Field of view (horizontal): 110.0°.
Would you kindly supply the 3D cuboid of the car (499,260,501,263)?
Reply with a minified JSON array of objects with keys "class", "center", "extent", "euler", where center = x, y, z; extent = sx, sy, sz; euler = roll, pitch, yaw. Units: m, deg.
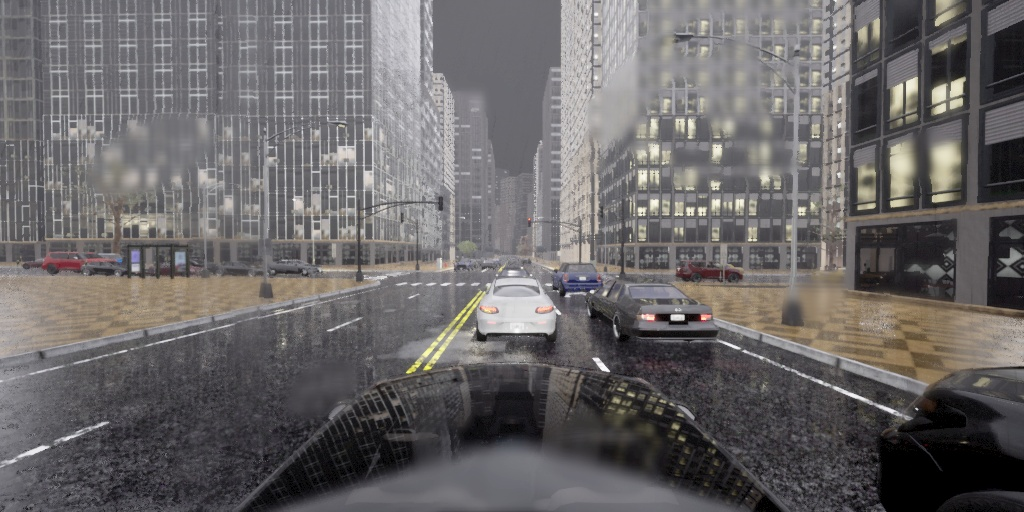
[{"class":"car","center":[-3.283,1.304,60.987],"extent":[1.895,1.301,4.718],"euler":[0,0,0]}]

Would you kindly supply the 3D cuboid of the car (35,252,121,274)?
[{"class":"car","center":[-40.016,0.628,33.346],"extent":[5.566,2.045,2.150],"euler":[1,1,1]}]

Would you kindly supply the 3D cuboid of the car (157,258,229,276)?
[{"class":"car","center":[-29.416,0.981,33.119],"extent":[5.008,1.535,1.882],"euler":[1,1,1]}]

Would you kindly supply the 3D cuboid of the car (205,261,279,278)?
[{"class":"car","center":[-22.710,1.174,30.269],"extent":[4.313,1.339,1.948],"euler":[0,0,1]}]

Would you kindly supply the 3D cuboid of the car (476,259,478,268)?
[{"class":"car","center":[-6.544,1.211,58.341],"extent":[1.837,1.490,4.892],"euler":[0,0,0]}]

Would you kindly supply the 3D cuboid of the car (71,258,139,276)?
[{"class":"car","center":[-34.075,1.069,30.584],"extent":[4.313,1.339,1.948],"euler":[0,0,1]}]

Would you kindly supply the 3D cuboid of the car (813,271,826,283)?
[{"class":"car","center":[27.662,1.579,29.508],"extent":[4.829,1.417,1.751],"euler":[0,0,1]}]

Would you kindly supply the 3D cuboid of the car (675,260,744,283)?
[{"class":"car","center":[16.214,1.269,29.713],"extent":[5.009,1.841,2.192],"euler":[0,0,1]}]

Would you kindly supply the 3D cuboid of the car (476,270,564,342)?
[{"class":"car","center":[0.105,1.272,9.644],"extent":[1.812,1.442,4.674],"euler":[0,0,0]}]

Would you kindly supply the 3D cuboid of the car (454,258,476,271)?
[{"class":"car","center":[-6.588,1.068,49.244],"extent":[2.097,1.767,4.553],"euler":[0,0,1]}]

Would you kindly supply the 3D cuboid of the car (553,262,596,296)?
[{"class":"car","center":[3.363,1.093,19.168],"extent":[2.097,1.767,4.553],"euler":[0,0,0]}]

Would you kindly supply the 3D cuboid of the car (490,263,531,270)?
[{"class":"car","center":[0.112,1.288,18.888],"extent":[2.033,1.411,5.357],"euler":[0,0,0]}]

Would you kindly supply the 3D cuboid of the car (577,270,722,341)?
[{"class":"car","center":[3.358,1.293,9.782],"extent":[2.033,1.411,5.357],"euler":[0,0,0]}]

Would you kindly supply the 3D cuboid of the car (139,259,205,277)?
[{"class":"car","center":[-28.394,1.138,30.407],"extent":[4.207,1.307,1.802],"euler":[0,0,1]}]

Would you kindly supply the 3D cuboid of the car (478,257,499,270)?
[{"class":"car","center":[-3.305,1.262,51.226],"extent":[2.033,1.411,5.357],"euler":[0,0,0]}]

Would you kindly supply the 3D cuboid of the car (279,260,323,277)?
[{"class":"car","center":[-20.005,1.080,32.920],"extent":[4.902,1.511,2.128],"euler":[1,1,1]}]

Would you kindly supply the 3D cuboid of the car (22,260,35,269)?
[{"class":"car","center":[-50.942,0.793,39.373],"extent":[4.207,1.307,1.802],"euler":[0,0,1]}]
